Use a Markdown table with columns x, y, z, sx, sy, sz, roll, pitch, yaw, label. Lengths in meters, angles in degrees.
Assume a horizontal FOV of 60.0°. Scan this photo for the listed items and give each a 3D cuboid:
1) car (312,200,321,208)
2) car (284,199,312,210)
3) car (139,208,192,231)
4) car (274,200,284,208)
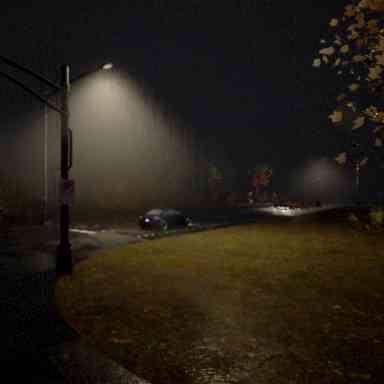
| x | y | z | sx | sy | sz | roll | pitch | yaw | label |
| --- | --- | --- | --- | --- | --- | --- | --- | --- | --- |
| 21.017 | 1.992 | 57.642 | 1.895 | 1.301 | 4.718 | 0 | 0 | 31 | car |
| 15.765 | 1.827 | 49.246 | 1.882 | 1.535 | 5.008 | 0 | 0 | 33 | car |
| -1.769 | 1.829 | 23.357 | 1.994 | 1.385 | 4.181 | 0 | 0 | 35 | car |
| 14.926 | 1.961 | 54.506 | 1.895 | 1.301 | 4.718 | 0 | 0 | 32 | car |
